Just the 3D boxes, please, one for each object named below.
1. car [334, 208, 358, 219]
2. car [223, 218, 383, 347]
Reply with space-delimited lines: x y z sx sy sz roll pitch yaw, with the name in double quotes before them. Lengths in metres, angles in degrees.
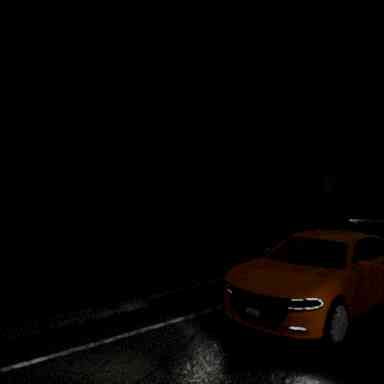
"car" 21.369 3.039 46.390 2.128 1.511 4.902 -2 -4 3
"car" 2.706 1.531 6.675 5.008 1.535 1.882 1 -1 -44
